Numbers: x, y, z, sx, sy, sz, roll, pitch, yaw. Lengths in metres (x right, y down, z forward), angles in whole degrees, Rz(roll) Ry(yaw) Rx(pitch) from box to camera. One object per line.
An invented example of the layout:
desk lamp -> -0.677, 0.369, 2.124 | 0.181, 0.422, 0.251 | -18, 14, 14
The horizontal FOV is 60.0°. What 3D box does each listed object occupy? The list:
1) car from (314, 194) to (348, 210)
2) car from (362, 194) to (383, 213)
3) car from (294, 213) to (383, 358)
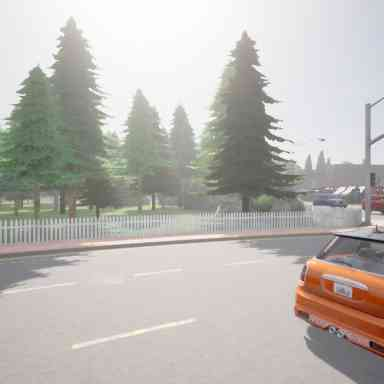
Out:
car -> 18.031, 1.277, 43.708 | 2.150, 2.045, 5.566 | 0, 0, -8
car -> 19.419, 1.277, 33.192 | 2.150, 2.045, 5.566 | 0, 0, -7
car -> 3.966, 1.352, 5.453 | 4.553, 1.767, 2.097 | 0, 0, -26
